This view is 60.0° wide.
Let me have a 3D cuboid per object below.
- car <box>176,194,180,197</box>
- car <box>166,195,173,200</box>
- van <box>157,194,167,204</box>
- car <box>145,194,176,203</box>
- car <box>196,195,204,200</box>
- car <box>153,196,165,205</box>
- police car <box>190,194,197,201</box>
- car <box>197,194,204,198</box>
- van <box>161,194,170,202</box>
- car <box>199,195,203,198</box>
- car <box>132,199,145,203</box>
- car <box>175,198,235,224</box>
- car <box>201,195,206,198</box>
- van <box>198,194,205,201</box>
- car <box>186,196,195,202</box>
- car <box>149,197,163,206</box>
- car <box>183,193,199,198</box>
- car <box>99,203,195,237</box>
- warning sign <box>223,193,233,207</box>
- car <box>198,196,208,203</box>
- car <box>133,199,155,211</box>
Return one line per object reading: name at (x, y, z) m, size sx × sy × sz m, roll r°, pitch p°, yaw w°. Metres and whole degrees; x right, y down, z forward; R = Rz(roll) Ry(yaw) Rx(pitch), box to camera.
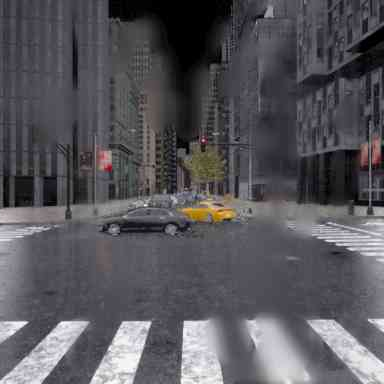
car at (-3.301, 1.537, 54.617) m, size 1.812 × 1.442 × 4.674 m, roll 0°, pitch 0°, yaw 0°
car at (-6.233, 1.623, 93.766) m, size 1.802 × 1.307 × 4.206 m, roll 0°, pitch 0°, yaw 0°
van at (-6.059, 1.360, 66.700) m, size 1.690 × 1.788 × 3.998 m, roll 0°, pitch 0°, yaw 0°
car at (-3.183, 1.226, 34.623) m, size 2.150 × 2.045 × 5.566 m, roll 0°, pitch 0°, yaw 0°
car at (2.288, 1.592, 94.300) m, size 2.008 × 1.369 × 4.403 m, roll 0°, pitch 0°, yaw 0°
car at (-6.023, 1.541, 61.117) m, size 1.752 × 1.417 × 4.829 m, roll 0°, pitch 0°, yaw 0°
police car at (0.452, 1.463, 90.537) m, size 1.930 × 1.638 × 5.238 m, roll 0°, pitch 0°, yaw 0°
car at (2.493, 1.567, 62.567) m, size 2.008 × 1.369 × 4.403 m, roll 0°, pitch 0°, yaw 0°
van at (-6.129, 1.368, 77.527) m, size 1.690 × 1.788 × 3.998 m, roll 0°, pitch 0°, yaw 0°
car at (2.557, 1.561, 52.695) m, size 2.008 × 1.369 × 4.403 m, roll 0°, pitch 0°, yaw 0°
car at (-5.863, 1.556, 36.311) m, size 2.008 × 1.369 × 4.403 m, roll 0°, pitch 0°, yaw 0°
car at (1.112, 1.484, 25.329) m, size 1.882 × 1.535 × 5.008 m, roll -2°, pitch 1°, yaw -37°
car at (2.592, 1.553, 47.251) m, size 1.887 × 1.381 × 4.507 m, roll 0°, pitch 0°, yaw 0°
van at (2.356, 1.372, 83.723) m, size 1.690 × 1.788 × 3.998 m, roll 0°, pitch 0°, yaw 0°
car at (-0.345, 1.549, 74.835) m, size 1.812 × 1.442 × 4.674 m, roll 0°, pitch 0°, yaw 0°
car at (-5.989, 1.578, 55.874) m, size 1.947 × 1.339 × 4.313 m, roll 0°, pitch 0°, yaw 0°
car at (-0.180, 1.509, 64.641) m, size 2.128 × 1.511 × 4.902 m, roll 0°, pitch 0°, yaw -1°
car at (-2.433, 1.521, 17.611) m, size 4.892 × 1.490 × 1.837 m, roll 0°, pitch 0°, yaw 0°
warning sign at (4.912, 1.123, 45.453) m, size 1.300 × 1.860 × 1.060 m, roll 0°, pitch 0°, yaw 0°
car at (2.425, 1.589, 73.146) m, size 1.947 × 1.339 × 4.313 m, roll 0°, pitch 0°, yaw 0°
car at (-5.895, 1.557, 41.303) m, size 2.008 × 1.369 × 4.403 m, roll 0°, pitch 0°, yaw 0°
